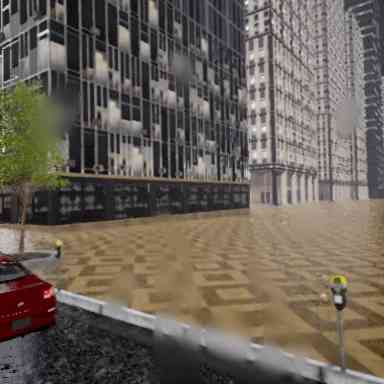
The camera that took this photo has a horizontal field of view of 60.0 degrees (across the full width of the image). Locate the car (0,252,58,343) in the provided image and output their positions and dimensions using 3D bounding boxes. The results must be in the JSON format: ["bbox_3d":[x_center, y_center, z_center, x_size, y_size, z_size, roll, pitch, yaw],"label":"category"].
[{"bbox_3d":[-3.988,1.648,5.699,4.206,1.307,1.802,-1,-2,36],"label":"car"}]
